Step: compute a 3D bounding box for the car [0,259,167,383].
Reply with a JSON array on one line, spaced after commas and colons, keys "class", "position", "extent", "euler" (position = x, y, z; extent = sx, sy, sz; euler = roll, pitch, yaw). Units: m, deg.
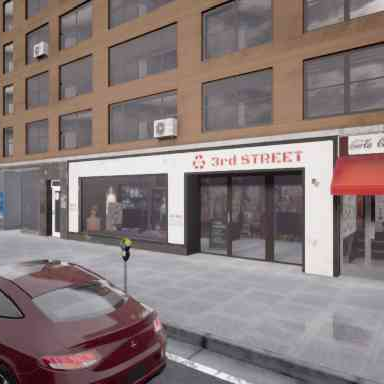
[{"class": "car", "position": [-2.217, 1.582, 4.395], "extent": [4.206, 1.307, 1.802], "euler": [0, 0, 36]}]
